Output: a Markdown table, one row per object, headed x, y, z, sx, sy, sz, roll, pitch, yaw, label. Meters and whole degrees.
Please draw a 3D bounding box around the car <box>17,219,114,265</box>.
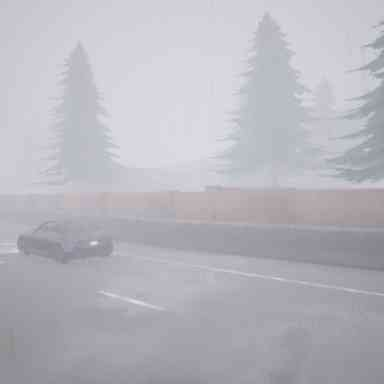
| x | y | z | sx | sy | sz | roll | pitch | yaw | label |
| --- | --- | --- | --- | --- | --- | --- | --- | --- | --- |
| -4.805 | 1.704 | 12.440 | 4.181 | 1.385 | 1.994 | -1 | 0 | 40 | car |
